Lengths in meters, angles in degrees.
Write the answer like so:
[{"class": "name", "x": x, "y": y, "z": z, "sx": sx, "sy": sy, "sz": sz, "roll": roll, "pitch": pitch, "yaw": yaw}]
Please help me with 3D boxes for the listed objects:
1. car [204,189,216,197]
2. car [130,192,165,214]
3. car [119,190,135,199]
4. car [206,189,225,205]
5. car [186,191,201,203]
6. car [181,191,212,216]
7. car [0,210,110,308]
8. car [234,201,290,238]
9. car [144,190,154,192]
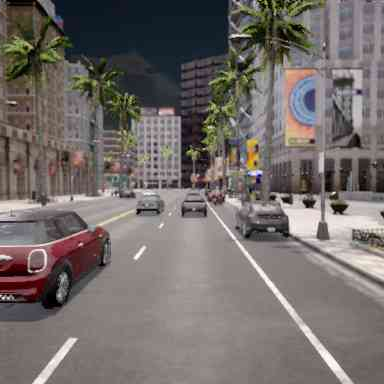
[{"class": "car", "x": 3.577, "y": 0.126, "z": 66.787, "sx": 2.161, "sy": 1.482, "sz": 4.786, "roll": 0, "pitch": 1, "yaw": 0}, {"class": "car", "x": -3.330, "y": 0.983, "z": 27.109, "sx": 2.033, "sy": 1.411, "sz": 5.357, "roll": 0, "pitch": 1, "yaw": 0}, {"class": "car", "x": -10.374, "y": 0.369, "z": 53.438, "sx": 1.882, "sy": 1.535, "sz": 5.008, "roll": 0, "pitch": 1, "yaw": 1}, {"class": "car", "x": 3.213, "y": 0.421, "z": 44.860, "sx": 2.185, "sy": 1.767, "sz": 4.553, "roll": 0, "pitch": 1, "yaw": 0}, {"class": "car", "x": 0.215, "y": 0.586, "z": 44.097, "sx": 1.837, "sy": 1.490, "sz": 4.892, "roll": 0, "pitch": 1, "yaw": 0}, {"class": "car", "x": 0.167, "y": 0.956, "z": 25.690, "sx": 2.128, "sy": 1.511, "sz": 4.902, "roll": 0, "pitch": 1, "yaw": 0}, {"class": "car", "x": -3.392, "y": 1.190, "z": 7.696, "sx": 2.097, "sy": 1.767, "sz": 4.553, "roll": 0, "pitch": 1, "yaw": 0}, {"class": "car", "x": 3.128, "y": 1.156, "z": 15.494, "sx": 2.231, "sy": 1.521, "sz": 4.892, "roll": 0, "pitch": 1, "yaw": 0}, {"class": "car", "x": -6.885, "y": 0.428, "z": 52.895, "sx": 1.812, "sy": 1.442, "sz": 4.674, "roll": 0, "pitch": 1, "yaw": 1}]
